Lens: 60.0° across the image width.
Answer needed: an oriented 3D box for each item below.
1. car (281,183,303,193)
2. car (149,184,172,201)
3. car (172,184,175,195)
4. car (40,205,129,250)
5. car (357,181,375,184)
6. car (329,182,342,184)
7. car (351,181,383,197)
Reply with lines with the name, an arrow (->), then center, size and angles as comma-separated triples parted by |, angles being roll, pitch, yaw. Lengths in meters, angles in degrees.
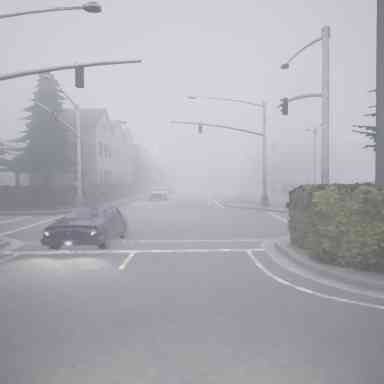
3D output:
car -> 15.266, -0.542, 52.112 | 2.007, 1.523, 4.514 | -1, 2, 0
car -> -3.717, 0.140, 37.804 | 1.882, 1.535, 5.008 | -1, 2, 0
car -> -3.740, -0.479, 52.048 | 2.097, 1.767, 4.553 | -1, 2, 0
car -> -3.646, 1.201, 12.435 | 2.033, 1.411, 5.357 | -1, -2, 0
car -> 19.015, -0.182, 34.254 | 1.905, 1.878, 3.866 | -1, 2, 0
car -> 25.304, -1.048, 59.525 | 2.152, 1.636, 5.027 | -1, 2, 0
car -> 22.259, -0.469, 42.135 | 1.932, 1.855, 4.605 | -1, 2, 0
